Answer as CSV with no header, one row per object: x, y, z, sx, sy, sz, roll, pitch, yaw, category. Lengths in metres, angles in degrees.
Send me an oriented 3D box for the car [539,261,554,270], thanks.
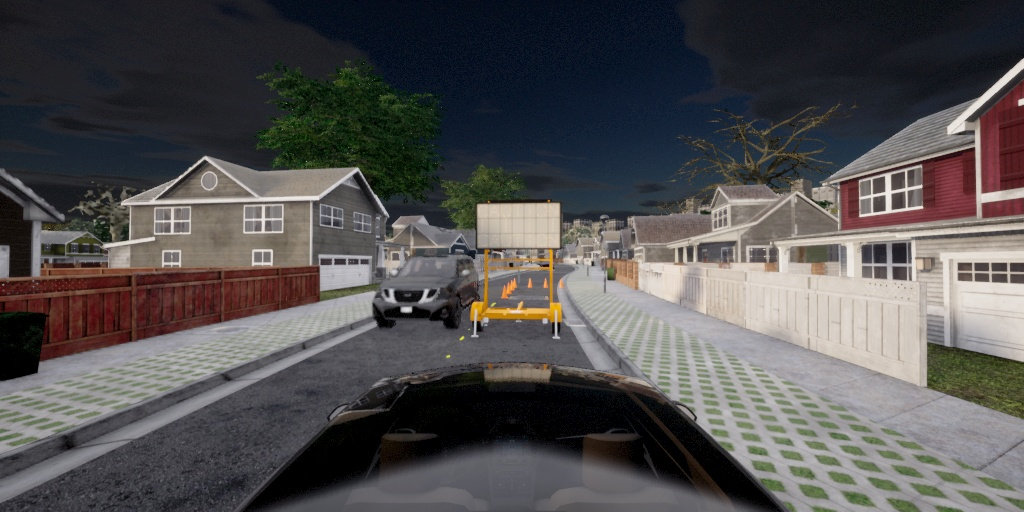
5.377,1.212,55.523,2.097,1.767,4.553,0,0,11,car

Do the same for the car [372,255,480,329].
-2.426,0.980,11.635,2.150,2.045,5.566,0,0,4,car

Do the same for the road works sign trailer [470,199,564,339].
0.196,0.220,10.165,2.380,3.560,2.880,0,0,5,road works sign trailer
